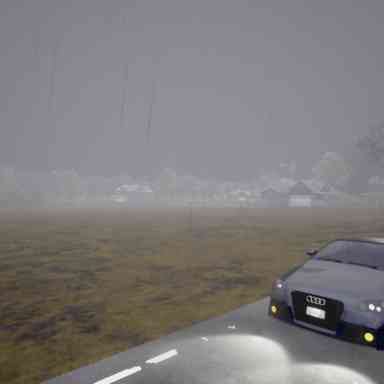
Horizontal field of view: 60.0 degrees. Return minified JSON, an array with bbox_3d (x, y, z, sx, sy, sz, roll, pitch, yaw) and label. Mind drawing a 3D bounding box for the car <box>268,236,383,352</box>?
[{"bbox_3d":[3.241,1.573,6.204,4.181,1.385,1.994,0,0,-43],"label":"car"}]
